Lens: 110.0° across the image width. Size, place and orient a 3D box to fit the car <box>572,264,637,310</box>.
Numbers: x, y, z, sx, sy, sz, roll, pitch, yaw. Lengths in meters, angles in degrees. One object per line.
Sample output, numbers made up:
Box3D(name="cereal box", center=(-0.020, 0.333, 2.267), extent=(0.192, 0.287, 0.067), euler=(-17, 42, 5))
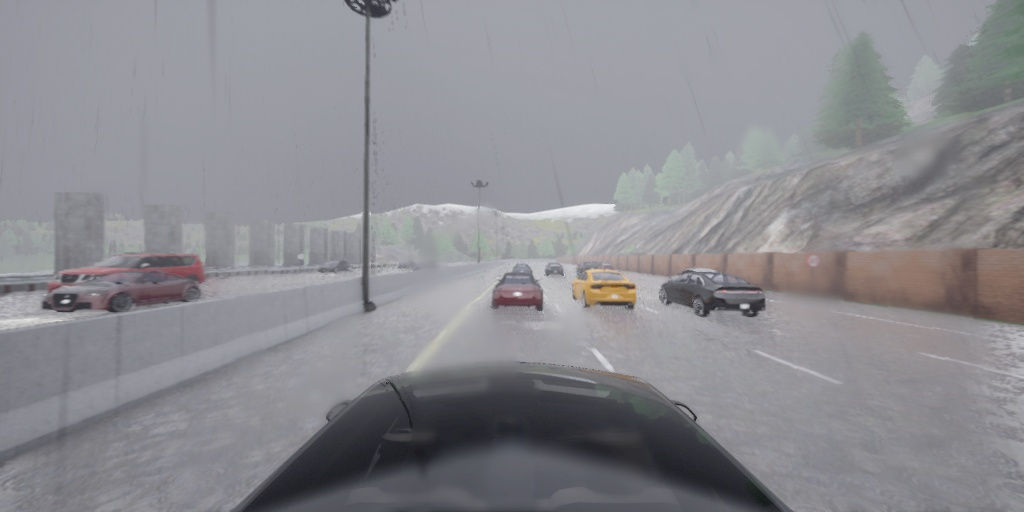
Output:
Box3D(name="car", center=(3.751, 1.303, 15.338), extent=(1.882, 1.535, 5.008), euler=(0, 0, 1))

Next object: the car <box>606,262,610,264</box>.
Box3D(name="car", center=(11.933, 1.521, 46.591), extent=(1.812, 1.442, 4.674), euler=(0, 0, 2))

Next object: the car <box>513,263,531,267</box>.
Box3D(name="car", center=(0.994, 1.436, 36.098), extent=(1.994, 1.385, 4.181), euler=(1, 0, 2))

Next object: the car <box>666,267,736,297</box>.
Box3D(name="car", center=(10.931, 1.427, 21.157), extent=(1.812, 1.442, 4.674), euler=(0, 0, 2))

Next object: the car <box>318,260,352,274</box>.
Box3D(name="car", center=(-19.989, 1.229, 40.724), extent=(1.837, 1.490, 4.892), euler=(0, 1, 2))

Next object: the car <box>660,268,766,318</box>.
Box3D(name="car", center=(7.214, 1.338, 13.461), extent=(2.128, 1.511, 4.902), euler=(0, 0, 1))

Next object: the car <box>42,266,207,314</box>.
Box3D(name="car", center=(-13.971, 1.244, 13.236), extent=(1.994, 1.385, 4.181), euler=(0, 0, 1))

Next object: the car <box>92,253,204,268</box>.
Box3D(name="car", center=(-17.409, 0.889, 16.809), extent=(2.150, 2.045, 5.566), euler=(0, 0, 1))

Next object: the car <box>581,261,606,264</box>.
Box3D(name="car", center=(8.083, 1.288, 37.933), extent=(2.097, 1.767, 4.553), euler=(0, 0, 2))

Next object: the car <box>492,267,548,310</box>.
Box3D(name="car", center=(0.255, 1.362, 15.079), extent=(1.994, 1.385, 4.181), euler=(0, 0, 1))

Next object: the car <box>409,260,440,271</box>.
Box3D(name="car", center=(-9.505, 1.308, 40.080), extent=(1.837, 1.490, 4.892), euler=(0, 1, 3))

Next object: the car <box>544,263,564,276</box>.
Box3D(name="car", center=(4.650, 1.441, 39.777), extent=(1.812, 1.442, 4.674), euler=(0, 0, 2))

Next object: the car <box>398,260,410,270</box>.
Box3D(name="car", center=(-15.930, 1.289, 54.955), extent=(1.882, 1.535, 5.008), euler=(1, 0, 2))
